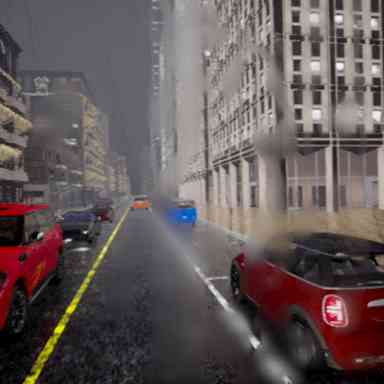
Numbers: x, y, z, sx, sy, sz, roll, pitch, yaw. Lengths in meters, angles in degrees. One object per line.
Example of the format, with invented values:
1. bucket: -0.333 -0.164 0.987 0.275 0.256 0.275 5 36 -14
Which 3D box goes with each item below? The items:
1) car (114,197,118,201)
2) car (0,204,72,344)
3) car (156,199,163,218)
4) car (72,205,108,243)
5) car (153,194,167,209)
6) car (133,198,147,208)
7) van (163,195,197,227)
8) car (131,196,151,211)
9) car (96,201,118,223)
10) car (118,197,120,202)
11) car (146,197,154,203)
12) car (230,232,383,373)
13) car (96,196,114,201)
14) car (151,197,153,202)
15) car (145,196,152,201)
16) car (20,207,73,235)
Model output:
1. car: -16.321 1.901 65.662 1.947 1.339 4.313 -1 0 -9
2. car: -4.070 1.308 6.691 2.150 2.045 5.566 -1 0 -11
3. car: -1.658 1.564 27.998 2.008 1.369 4.403 -1 0 -9
4. car: -5.691 1.663 16.812 2.033 1.411 5.357 -1 0 -9
5. car: -3.329 1.397 40.776 2.097 1.767 4.553 -1 0 -9
6. car: -8.315 1.701 52.712 2.033 1.411 5.357 -1 0 -12
7. van: -0.749 1.338 22.424 1.690 1.788 3.998 -1 0 -9
8. car: -6.814 1.475 43.386 2.097 1.767 4.553 -1 0 -10
9. car: -7.303 1.708 26.738 1.994 1.385 4.181 -1 0 -9
10. car: -17.234 1.906 71.236 2.008 1.369 4.403 -1 0 -9
11. car: -9.880 1.766 78.166 1.802 1.307 4.206 -1 0 -9
12. car: 1.995 1.388 5.701 1.967 1.590 4.097 -1 0 -9
13. car: -14.500 1.611 54.513 2.192 1.841 5.009 -1 0 -9
14. car: -4.480 1.295 47.741 2.150 2.045 5.566 -1 0 -9
15. car: -11.707 1.795 89.314 1.947 1.339 4.313 -1 0 -9
16. car: -9.012 1.739 21.069 2.008 1.369 4.403 -1 0 -9
